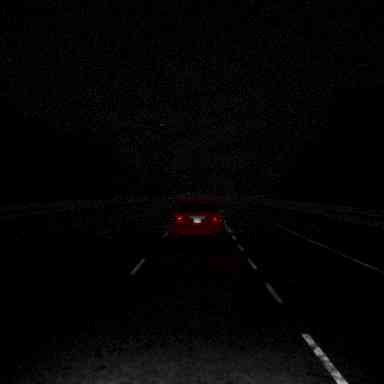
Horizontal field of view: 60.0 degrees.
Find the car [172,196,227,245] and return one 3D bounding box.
[{"bbox_3d":[0.303,1.227,15.687,2.150,2.045,5.566,0,0,2],"label":"car"}]

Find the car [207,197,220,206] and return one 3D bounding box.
[{"bbox_3d":[3.863,1.611,59.070,2.033,1.411,5.357,0,0,7],"label":"car"}]

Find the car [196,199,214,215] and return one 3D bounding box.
[{"bbox_3d":[1.449,1.549,35.629,1.812,1.442,4.674,0,0,4],"label":"car"}]
